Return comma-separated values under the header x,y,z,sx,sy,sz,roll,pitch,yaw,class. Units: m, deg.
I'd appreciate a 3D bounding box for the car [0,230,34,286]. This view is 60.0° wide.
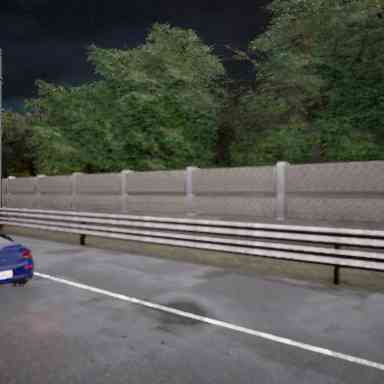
x,y,z,sx,sy,sz,roll,pitch,yaw,class
-5.667,1.516,8.101,4.674,1.442,1.812,0,0,36,car
